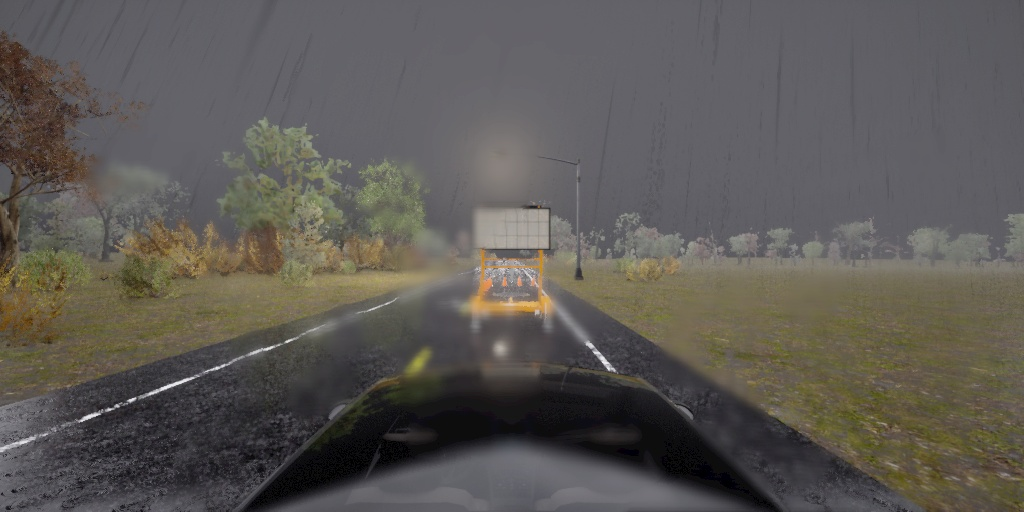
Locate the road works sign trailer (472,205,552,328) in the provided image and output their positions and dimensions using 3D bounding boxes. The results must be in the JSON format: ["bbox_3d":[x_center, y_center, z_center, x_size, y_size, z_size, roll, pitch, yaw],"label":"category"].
[{"bbox_3d":[0.000,0.216,11.326,2.380,3.560,2.880,0,0,0],"label":"road works sign trailer"}]

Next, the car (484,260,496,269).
[{"bbox_3d":[-3.502,1.272,55.055,2.128,1.511,4.902,0,0,0],"label":"car"}]
